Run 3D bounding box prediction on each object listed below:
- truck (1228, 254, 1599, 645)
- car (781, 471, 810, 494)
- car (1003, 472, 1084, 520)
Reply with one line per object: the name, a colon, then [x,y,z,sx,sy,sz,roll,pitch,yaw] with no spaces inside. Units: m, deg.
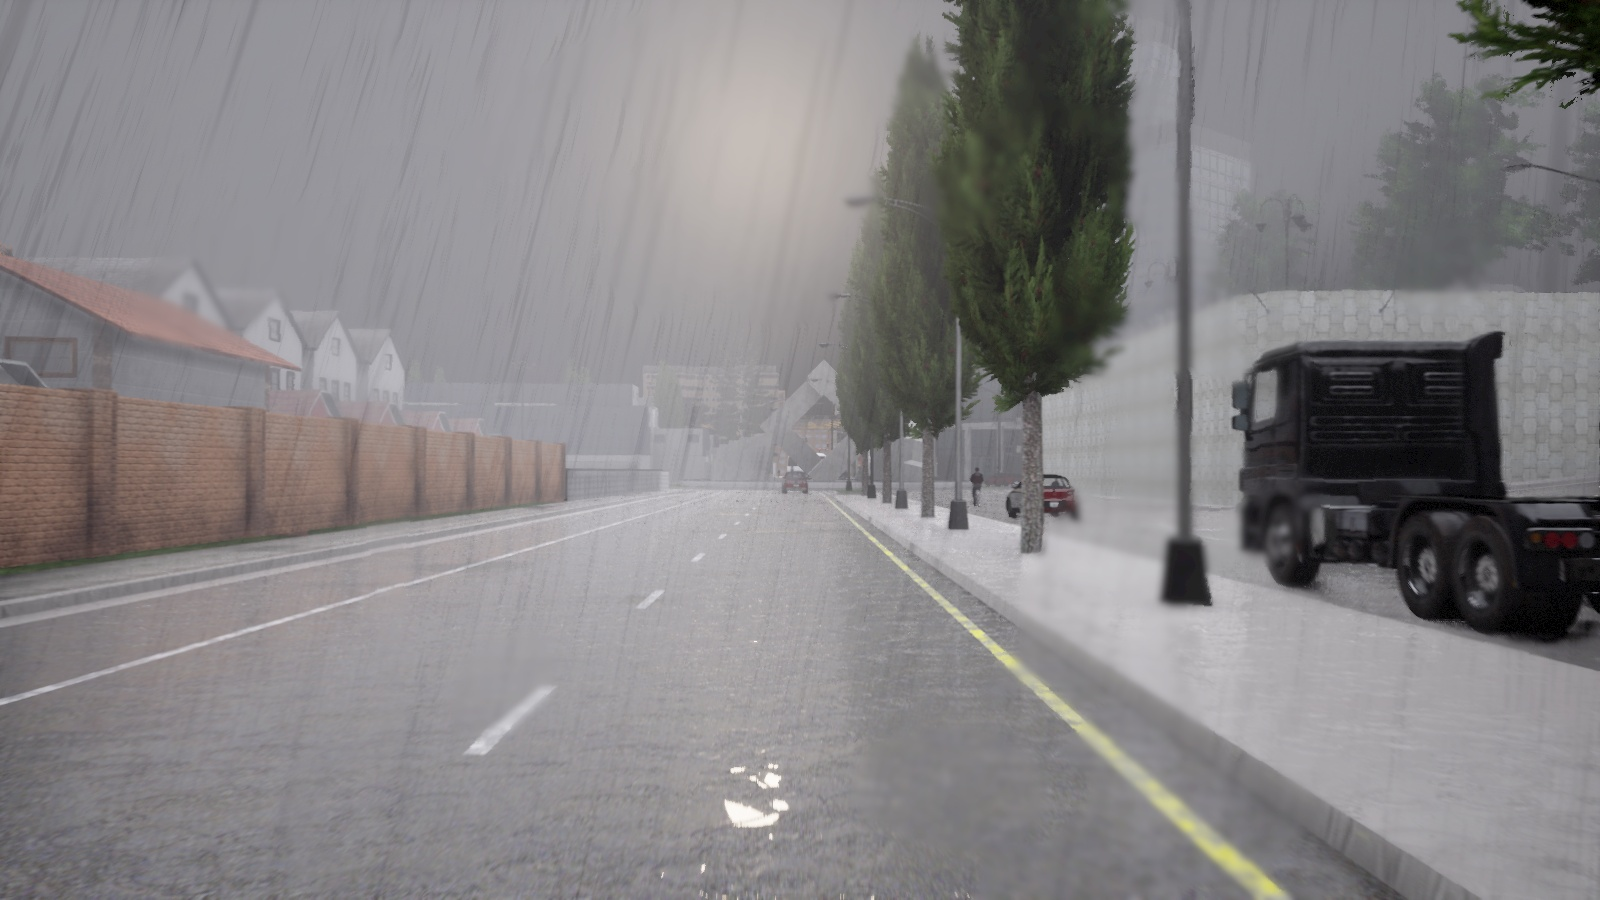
truck: [7.959,0.053,15.072,2.891,3.462,7.936,0,-1,0]
car: [-0.321,2.247,86.773,1.789,1.549,3.705,0,-1,-3]
car: [7.896,1.463,41.100,1.816,1.474,4.193,-1,-1,0]
